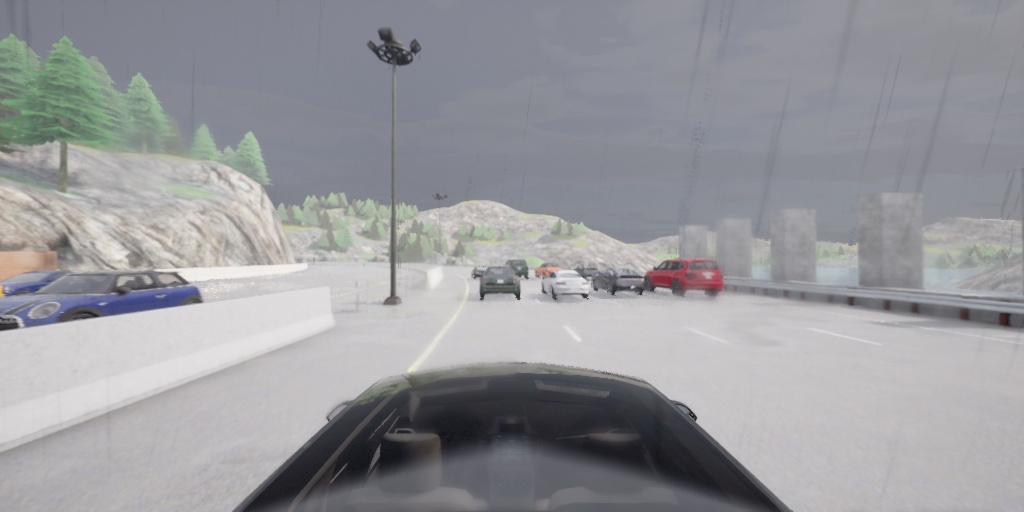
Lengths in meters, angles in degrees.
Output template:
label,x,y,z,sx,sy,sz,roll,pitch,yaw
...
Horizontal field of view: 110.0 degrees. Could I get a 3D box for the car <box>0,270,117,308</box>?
label,x,y,z,sx,sy,sz,roll,pitch,yaw
car,-21.697,1.413,16.652,1.812,1.442,4.674,0,-1,-5

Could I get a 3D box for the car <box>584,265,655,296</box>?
label,x,y,z,sx,sy,sz,roll,pitch,yaw
car,6.161,1.473,21.265,2.128,1.511,4.902,0,-1,-5

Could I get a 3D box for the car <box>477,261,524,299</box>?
label,x,y,z,sx,sy,sz,roll,pitch,yaw
car,-0.740,1.305,19.802,2.097,1.767,4.553,0,-1,-5

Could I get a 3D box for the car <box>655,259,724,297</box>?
label,x,y,z,sx,sy,sz,roll,pitch,yaw
car,9.728,1.204,20.807,2.150,2.045,5.566,0,-1,-5

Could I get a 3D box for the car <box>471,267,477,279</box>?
label,x,y,z,sx,sy,sz,roll,pitch,yaw
car,-3.329,1.764,38.426,1.895,1.301,4.718,0,-1,-11

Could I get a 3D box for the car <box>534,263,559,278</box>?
label,x,y,z,sx,sy,sz,roll,pitch,yaw
car,3.829,1.521,38.032,2.097,1.767,4.553,0,-1,-10

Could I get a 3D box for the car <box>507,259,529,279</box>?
label,x,y,z,sx,sy,sz,roll,pitch,yaw
car,0.260,1.387,38.284,2.150,2.045,5.566,0,-1,-10

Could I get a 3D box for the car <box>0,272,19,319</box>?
label,x,y,z,sx,sy,sz,roll,pitch,yaw
car,-17.804,1.293,9.796,1.882,1.535,5.008,0,-1,-2

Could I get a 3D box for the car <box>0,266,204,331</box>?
label,x,y,z,sx,sy,sz,roll,pitch,yaw
car,-10.799,1.174,9.459,2.097,1.767,4.553,0,-1,-2

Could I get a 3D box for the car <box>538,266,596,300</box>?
label,x,y,z,sx,sy,sz,roll,pitch,yaw
car,2.794,1.481,19.409,1.812,1.442,4.674,0,0,-5

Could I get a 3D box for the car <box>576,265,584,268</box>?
label,x,y,z,sx,sy,sz,roll,pitch,yaw
car,7.502,1.659,37.424,2.128,1.511,4.902,0,-1,-9
